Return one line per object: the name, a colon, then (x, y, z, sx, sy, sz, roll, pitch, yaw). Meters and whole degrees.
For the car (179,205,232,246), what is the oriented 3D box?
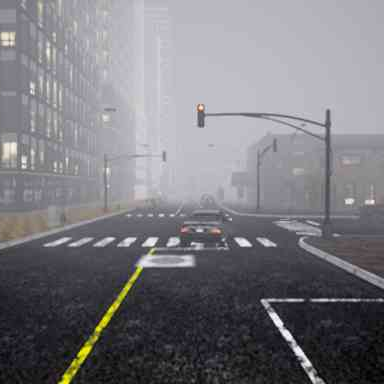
car: (0.765, 1.548, 15.342, 2.033, 1.411, 5.357, 0, 0, 11)

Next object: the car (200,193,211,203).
car: (2.875, 1.236, 73.881, 2.150, 2.045, 5.566, 0, 0, 0)

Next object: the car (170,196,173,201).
car: (-5.943, 1.537, 87.309, 1.752, 1.417, 4.829, -1, 0, 0)

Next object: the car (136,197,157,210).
car: (-5.970, 1.528, 42.156, 1.752, 1.417, 4.829, -1, 0, 0)

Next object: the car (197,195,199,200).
car: (2.490, 1.321, 59.230, 2.192, 1.841, 5.009, -1, 0, 0)

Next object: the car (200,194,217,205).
car: (2.528, 1.444, 47.942, 1.967, 1.590, 4.097, -1, 0, 0)

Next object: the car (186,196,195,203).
car: (-0.219, 1.532, 70.113, 2.128, 1.511, 4.902, 0, 0, 0)

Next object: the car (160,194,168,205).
car: (-5.853, 1.572, 59.258, 1.947, 1.339, 4.313, -1, 0, 0)

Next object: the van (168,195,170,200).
van: (-5.875, 1.348, 64.902, 1.690, 1.788, 3.998, -1, 0, 0)

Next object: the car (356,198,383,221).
car: (16.442, 1.424, 27.697, 5.009, 1.841, 2.192, 1, 0, 1)

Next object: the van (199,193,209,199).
van: (2.509, 1.346, 53.586, 1.690, 1.788, 3.998, -1, 0, 0)

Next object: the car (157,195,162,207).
car: (-5.817, 1.570, 47.969, 1.947, 1.339, 4.313, -1, 0, 0)
